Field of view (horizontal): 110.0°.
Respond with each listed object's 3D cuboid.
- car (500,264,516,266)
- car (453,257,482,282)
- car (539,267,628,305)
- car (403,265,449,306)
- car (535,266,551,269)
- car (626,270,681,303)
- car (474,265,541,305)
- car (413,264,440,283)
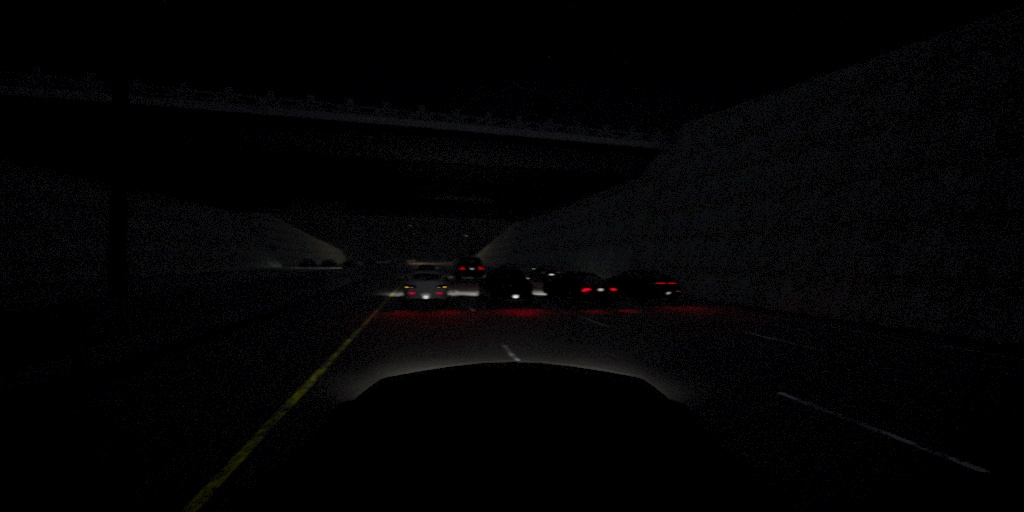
[{"bbox_3d":[-0.455,1.461,32.114,2.128,1.511,4.902,1,0,-13],"label":"car"},{"bbox_3d":[-3.798,1.134,31.050,2.150,2.045,5.566,1,0,-13],"label":"car"},{"bbox_3d":[3.076,1.452,17.226,2.033,1.411,5.357,1,0,-13],"label":"car"},{"bbox_3d":[-3.822,1.331,15.997,1.812,1.442,4.674,1,0,-13],"label":"car"},{"bbox_3d":[2.949,1.584,32.927,1.994,1.385,4.181,1,0,-13],"label":"car"},{"bbox_3d":[6.413,1.449,18.336,2.128,1.511,4.902,1,0,-13],"label":"car"},{"bbox_3d":[-0.401,1.363,16.736,1.837,1.490,4.892,1,0,-13],"label":"car"},{"bbox_3d":[-7.262,1.432,30.492,1.994,1.385,4.181,1,0,-13],"label":"car"}]
